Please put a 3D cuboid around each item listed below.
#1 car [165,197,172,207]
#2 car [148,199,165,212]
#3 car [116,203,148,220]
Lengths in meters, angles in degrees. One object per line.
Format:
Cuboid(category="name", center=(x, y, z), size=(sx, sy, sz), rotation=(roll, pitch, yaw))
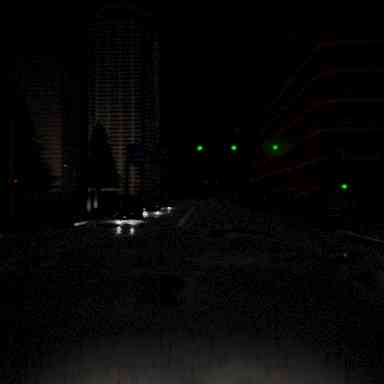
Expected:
Cuboid(category="car", center=(-4.996, 2.189, 64.099), size=(1.837, 1.490, 4.892), rotation=(0, 0, 2))
Cuboid(category="car", center=(-5.551, 2.007, 47.966), size=(1.882, 1.535, 5.008), rotation=(0, -1, 2))
Cuboid(category="car", center=(-6.032, 1.927, 32.856), size=(2.033, 1.411, 5.357), rotation=(0, -1, 2))
